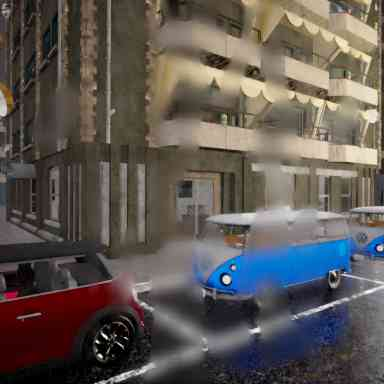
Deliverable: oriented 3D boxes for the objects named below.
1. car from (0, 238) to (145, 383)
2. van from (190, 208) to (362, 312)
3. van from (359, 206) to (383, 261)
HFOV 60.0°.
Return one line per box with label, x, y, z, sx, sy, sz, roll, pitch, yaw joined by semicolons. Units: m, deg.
car;-2.755;1.440;4.128;4.097;1.590;1.967;0;0;-36
van;1.870;1.342;7.441;3.998;1.788;1.690;0;0;-36
van;6.496;1.345;10.755;3.998;1.788;1.690;0;0;-36
